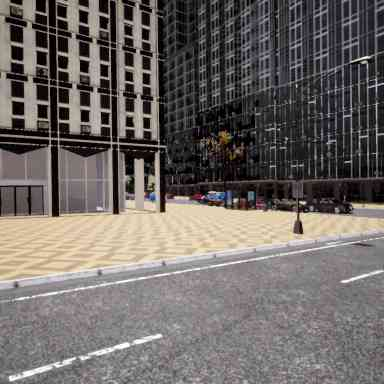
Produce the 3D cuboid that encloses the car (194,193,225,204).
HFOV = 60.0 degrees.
[{"bbox_3d":[2.813,1.262,50.280,1.895,1.301,4.718,-1,1,-35],"label":"car"}]

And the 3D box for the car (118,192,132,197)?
[{"bbox_3d":[-18.354,0.689,91.162,2.008,1.369,4.403,0,1,-35],"label":"car"}]

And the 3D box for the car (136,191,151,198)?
[{"bbox_3d":[-11.901,0.686,81.804,1.967,1.590,4.097,0,1,-35],"label":"car"}]

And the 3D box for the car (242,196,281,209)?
[{"bbox_3d":[8.650,1.260,41.801,1.837,1.490,4.892,-1,1,-34],"label":"car"}]

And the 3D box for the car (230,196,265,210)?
[{"bbox_3d":[6.923,1.388,39.559,1.802,1.307,4.206,0,1,-35],"label":"car"}]

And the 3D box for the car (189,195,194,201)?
[{"bbox_3d":[1.007,1.044,63.091,1.802,1.307,4.206,0,1,-35],"label":"car"}]

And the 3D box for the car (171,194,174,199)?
[{"bbox_3d":[-5.447,0.936,72.449,1.802,1.307,4.206,0,1,-35],"label":"car"}]

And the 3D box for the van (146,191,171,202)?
[{"bbox_3d":[-5.891,0.937,58.332,1.690,1.788,3.998,0,1,-35],"label":"van"}]

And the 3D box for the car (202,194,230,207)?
[{"bbox_3d":[3.744,1.320,44.270,1.947,1.339,4.313,0,1,-35],"label":"car"}]

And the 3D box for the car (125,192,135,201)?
[{"bbox_3d":[-12.346,1.040,67.692,2.008,1.369,4.403,0,1,-35],"label":"car"}]

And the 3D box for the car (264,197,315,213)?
[{"bbox_3d":[10.136,1.424,34.868,1.947,1.339,4.313,0,1,-35],"label":"car"}]

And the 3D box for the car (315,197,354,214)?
[{"bbox_3d":[13.997,1.345,34.046,1.837,1.490,4.892,-1,1,-35],"label":"car"}]

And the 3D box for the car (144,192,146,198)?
[{"bbox_3d":[-8.674,0.615,77.124,2.192,1.841,5.009,0,1,-35],"label":"car"}]
